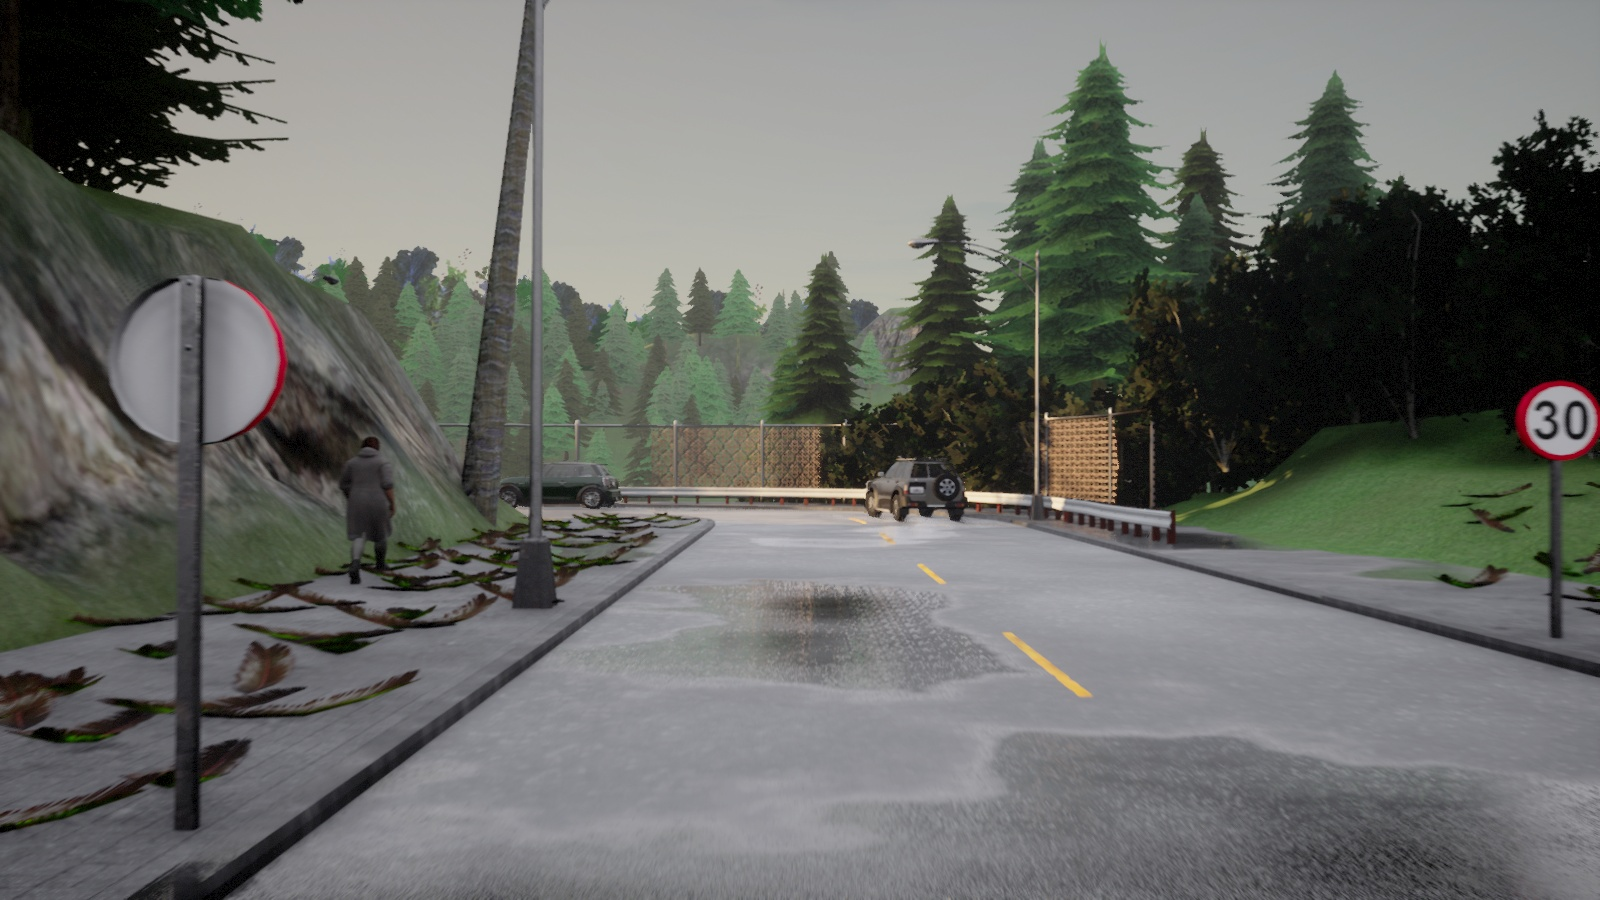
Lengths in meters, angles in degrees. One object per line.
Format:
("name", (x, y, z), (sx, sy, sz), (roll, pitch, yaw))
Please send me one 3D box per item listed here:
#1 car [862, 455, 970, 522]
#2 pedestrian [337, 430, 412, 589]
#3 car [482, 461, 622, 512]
("car", (3.334, 1.095, 37.111), (1.932, 1.855, 4.605), (0, -1, -11))
("pedestrian", (-5.363, 0.735, 15.866), (0.659, 1.952, 0.873), (0, -1, 0))
("car", (-8.857, 1.288, 45.088), (4.553, 1.767, 2.097), (0, -1, 5))
